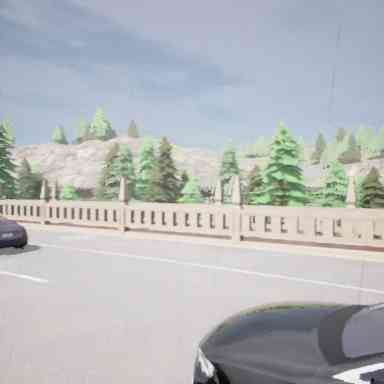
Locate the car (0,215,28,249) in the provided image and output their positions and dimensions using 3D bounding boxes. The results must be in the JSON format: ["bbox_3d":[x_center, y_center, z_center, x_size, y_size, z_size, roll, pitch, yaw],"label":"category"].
[{"bbox_3d":[-8.269,1.490,12.663,4.181,1.385,1.994,0,0,27],"label":"car"}]

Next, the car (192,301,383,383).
[{"bbox_3d":[2.234,1.481,2.224,4.902,1.511,2.128,0,0,35],"label":"car"}]
